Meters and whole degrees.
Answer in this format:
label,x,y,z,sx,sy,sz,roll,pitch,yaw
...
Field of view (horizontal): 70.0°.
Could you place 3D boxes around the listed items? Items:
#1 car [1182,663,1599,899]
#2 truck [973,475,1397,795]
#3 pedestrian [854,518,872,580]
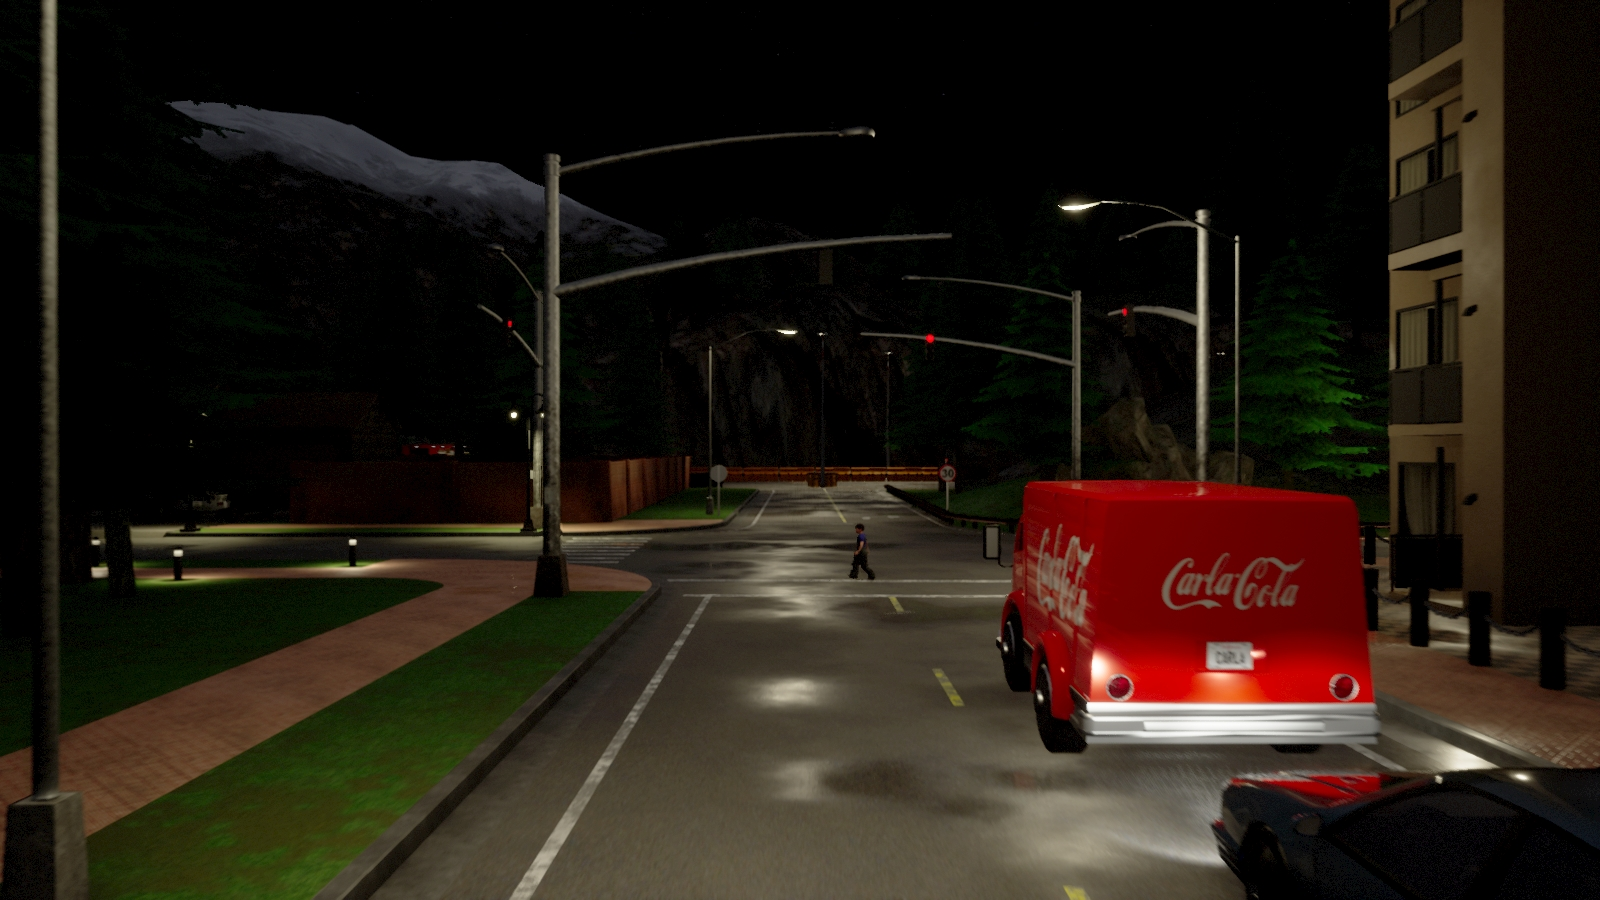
label,x,y,z,sx,sy,sz,roll,pitch,yaw
car,3.490,2.086,4.732,2.033,1.411,5.357,0,0,0
truck,3.503,1.548,11.823,2.627,2.467,5.204,0,0,0
pedestrian,1.343,2.109,24.500,0.375,1.300,0.375,0,0,1
